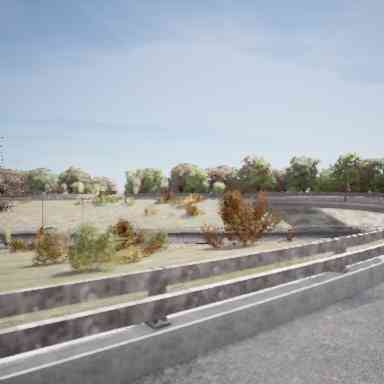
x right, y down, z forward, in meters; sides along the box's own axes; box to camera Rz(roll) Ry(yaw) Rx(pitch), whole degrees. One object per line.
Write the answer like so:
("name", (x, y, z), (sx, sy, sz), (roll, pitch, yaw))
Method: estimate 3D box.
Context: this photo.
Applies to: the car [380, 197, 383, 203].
("car", (44.242, 1.927, 75.950), (1.837, 1.490, 4.892), (0, -1, 5))
